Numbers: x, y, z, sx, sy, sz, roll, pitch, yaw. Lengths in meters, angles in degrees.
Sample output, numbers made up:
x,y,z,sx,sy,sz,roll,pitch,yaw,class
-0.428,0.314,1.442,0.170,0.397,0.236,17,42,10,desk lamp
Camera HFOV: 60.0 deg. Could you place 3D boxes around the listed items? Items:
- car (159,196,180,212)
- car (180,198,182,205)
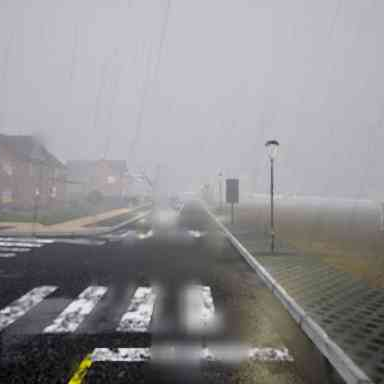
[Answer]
x,y,z,sx,sy,sz,roll,pitch,yaw,class
-2.858,1.530,39.627,2.128,1.511,4.902,0,0,0,car
-2.908,1.409,58.047,2.097,1.767,4.553,0,0,0,car
